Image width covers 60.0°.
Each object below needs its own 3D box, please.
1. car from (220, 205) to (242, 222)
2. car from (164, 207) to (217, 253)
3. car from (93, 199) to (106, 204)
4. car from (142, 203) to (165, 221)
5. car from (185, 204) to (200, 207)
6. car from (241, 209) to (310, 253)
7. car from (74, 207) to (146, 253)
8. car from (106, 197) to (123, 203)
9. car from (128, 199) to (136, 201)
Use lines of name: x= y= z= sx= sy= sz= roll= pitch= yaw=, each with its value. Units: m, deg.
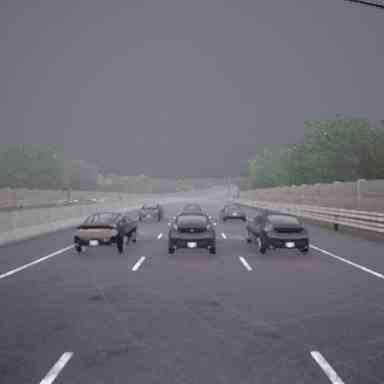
car: x=3.527 y=1.807 z=29.259 sx=1.994 sy=1.385 sz=4.181 roll=0 pitch=0 yaw=0
car: x=0.006 y=1.636 z=14.298 sx=1.837 sy=1.490 sz=4.892 roll=0 pitch=0 yaw=0
car: x=-19.967 y=2.172 z=72.390 sx=1.895 sy=1.301 sz=4.718 roll=0 pitch=-1 yaw=2
car: x=-3.473 y=1.733 z=29.266 sx=2.128 sy=1.511 sz=4.902 roll=0 pitch=0 yaw=0
car: x=0.021 y=1.787 z=28.932 sx=2.033 sy=1.411 sz=5.357 roll=0 pitch=0 yaw=0
car: x=3.506 y=1.636 z=14.285 sx=1.837 sy=1.490 sz=4.892 roll=0 pitch=0 yaw=0
car: x=-3.494 y=1.620 z=14.284 sx=2.128 sy=1.511 sz=4.902 roll=0 pitch=0 yaw=0
car: x=-16.469 y=1.936 z=72.285 sx=2.097 sy=1.767 sz=4.553 roll=0 pitch=-1 yaw=2
car: x=-12.975 y=2.179 z=72.054 sx=1.895 sy=1.301 sz=4.718 roll=0 pitch=-1 yaw=2
